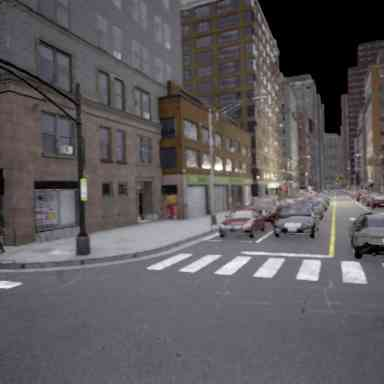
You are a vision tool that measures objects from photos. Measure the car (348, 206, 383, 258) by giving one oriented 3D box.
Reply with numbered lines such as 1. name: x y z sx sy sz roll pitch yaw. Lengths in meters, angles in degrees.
1. car: 6.566 1.374 11.563 1.994 1.385 4.181 -2 0 23

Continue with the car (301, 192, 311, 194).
1. car: 18.092 0.905 52.921 2.192 1.841 5.009 -2 -1 23

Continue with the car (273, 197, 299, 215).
1. car: 9.224 1.307 32.321 1.752 1.417 4.829 -2 0 23

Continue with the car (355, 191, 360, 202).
1. car: 25.934 0.909 49.560 2.008 1.369 4.403 -3 -1 23

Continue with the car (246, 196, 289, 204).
1. car: 4.879 1.197 22.258 2.192 1.841 5.009 -2 0 23

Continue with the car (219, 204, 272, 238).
1. car: 2.687 1.515 17.146 1.802 1.307 4.206 -2 0 23

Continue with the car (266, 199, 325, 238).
1. car: 5.327 1.348 16.765 2.128 1.511 4.902 -2 0 23

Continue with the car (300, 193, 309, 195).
1. car: 13.696 1.234 42.697 2.008 1.369 4.403 -2 0 23

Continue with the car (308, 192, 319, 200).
1. car: 26.908 0.838 73.362 1.967 1.590 4.097 -2 0 23

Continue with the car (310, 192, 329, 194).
1. car: 17.101 1.082 43.840 2.128 1.511 4.902 -2 0 23

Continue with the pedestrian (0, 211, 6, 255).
1. pedestrian: -7.000 1.347 12.046 0.375 1.860 0.375 -2 1 23

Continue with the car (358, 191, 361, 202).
1. car: 23.732 0.949 44.451 1.887 1.381 4.507 -3 -1 23

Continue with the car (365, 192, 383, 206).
1. car: 19.328 1.044 34.232 1.887 1.381 4.507 -3 -1 23

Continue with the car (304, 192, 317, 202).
1. car: 22.502 0.936 63.141 1.967 1.590 4.097 -2 0 23

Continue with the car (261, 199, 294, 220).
1. car: 7.090 1.375 27.367 1.887 1.381 4.507 -2 0 23

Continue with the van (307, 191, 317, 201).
1. van: 24.701 0.789 68.253 1.690 1.788 3.998 -2 0 23

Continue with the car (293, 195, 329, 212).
1. car: 9.054 1.261 25.394 2.128 1.511 4.902 -2 0 23

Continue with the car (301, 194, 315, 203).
1. car: 20.304 1.088 58.029 1.887 1.381 4.507 -2 -1 23

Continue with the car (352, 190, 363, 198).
1. car: 28.126 0.626 54.671 2.192 1.841 5.009 -3 -1 23

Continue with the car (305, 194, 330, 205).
1. car: 12.924 1.208 34.281 1.812 1.442 4.674 -2 0 24

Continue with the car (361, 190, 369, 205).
1. car: 21.525 0.891 39.342 1.967 1.590 4.097 -3 -1 23
